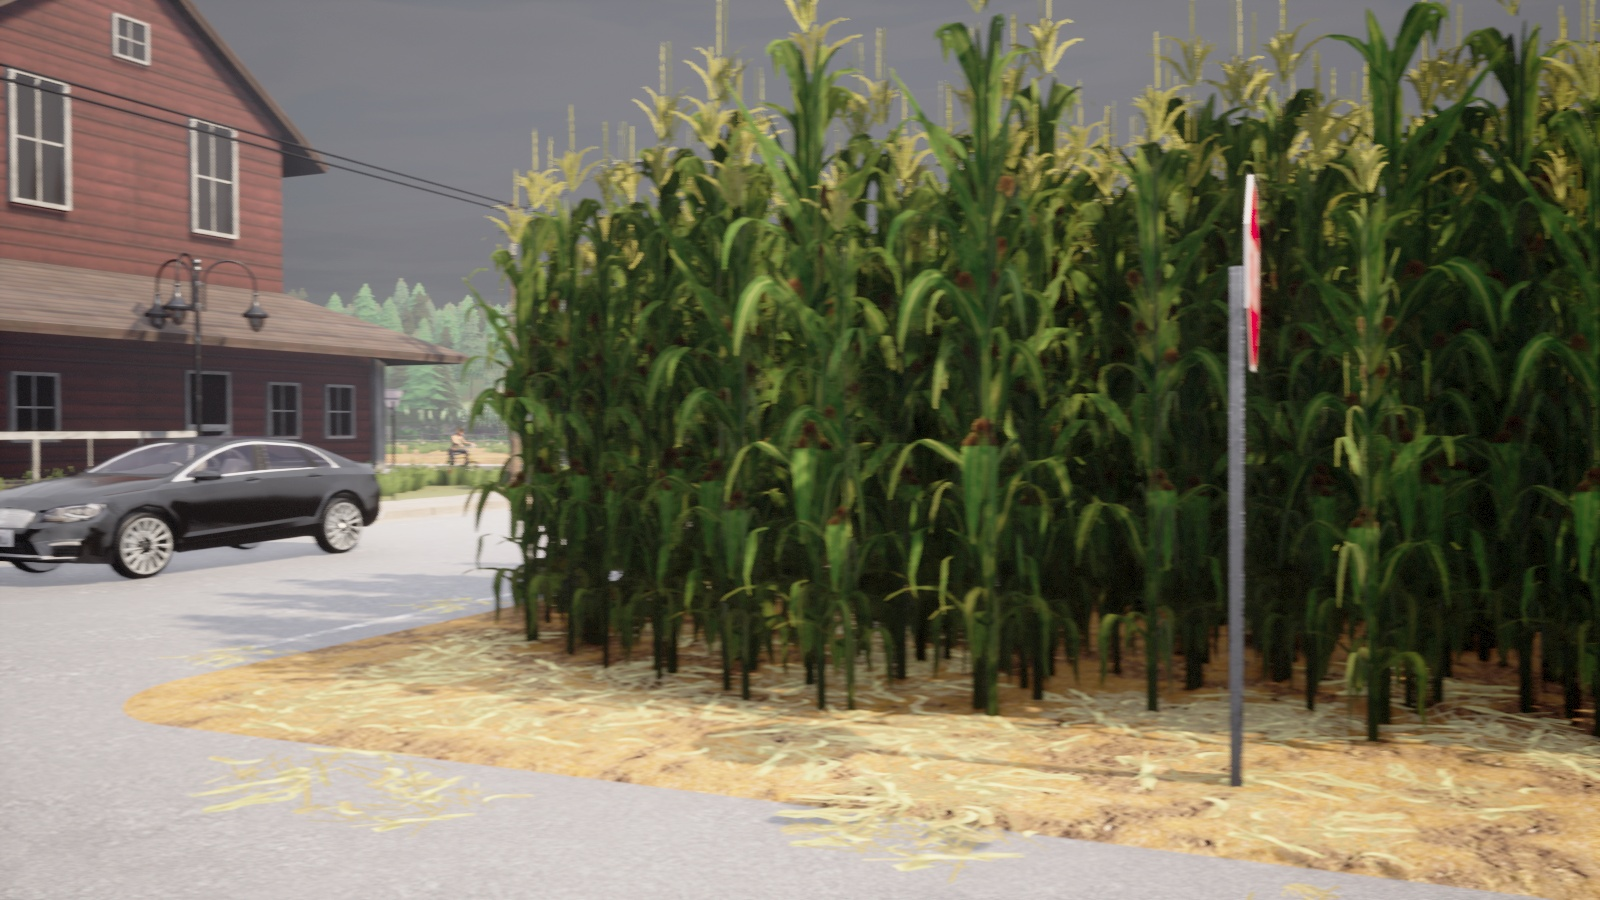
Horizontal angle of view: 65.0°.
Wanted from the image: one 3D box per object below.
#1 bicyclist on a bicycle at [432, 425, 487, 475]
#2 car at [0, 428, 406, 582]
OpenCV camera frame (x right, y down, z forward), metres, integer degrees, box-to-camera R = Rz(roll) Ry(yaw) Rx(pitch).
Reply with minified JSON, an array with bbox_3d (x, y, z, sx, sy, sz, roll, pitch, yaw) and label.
[{"bbox_3d":[-11.089,-0.011,40.874,1.509,1.612,0.866,1,1,22],"label":"bicyclist on a bicycle"},{"bbox_3d":[-7.224,0.498,14.999,2.128,1.511,4.902,1,1,23],"label":"car"}]
